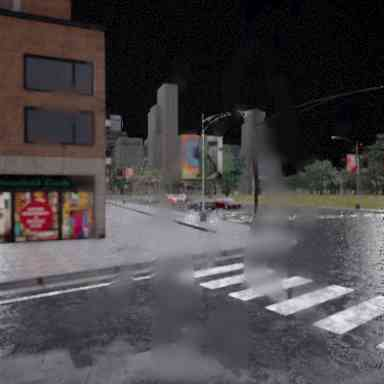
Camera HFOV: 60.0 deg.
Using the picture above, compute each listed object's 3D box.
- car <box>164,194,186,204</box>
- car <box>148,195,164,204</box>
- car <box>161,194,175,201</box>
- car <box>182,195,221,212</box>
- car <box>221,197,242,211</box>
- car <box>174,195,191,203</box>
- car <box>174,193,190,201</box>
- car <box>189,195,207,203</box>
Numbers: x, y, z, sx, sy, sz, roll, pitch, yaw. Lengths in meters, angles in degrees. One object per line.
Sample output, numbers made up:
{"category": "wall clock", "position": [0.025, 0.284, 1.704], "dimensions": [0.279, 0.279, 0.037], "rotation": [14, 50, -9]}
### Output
{"category": "car", "position": [-2.723, 1.133, 56.702], "dimensions": [2.097, 1.767, 4.553], "rotation": [0, 0, -20]}
{"category": "car", "position": [-6.177, 1.364, 56.668], "dimensions": [1.994, 1.385, 4.181], "rotation": [0, 0, -20]}
{"category": "car", "position": [-5.345, 1.127, 73.114], "dimensions": [1.837, 1.490, 4.892], "rotation": [0, 0, -21]}
{"category": "car", "position": [0.960, 1.398, 37.566], "dimensions": [2.033, 1.411, 5.357], "rotation": [0, 0, -21]}
{"category": "car", "position": [4.029, 1.309, 38.643], "dimensions": [1.882, 1.535, 5.008], "rotation": [0, 0, -21]}
{"category": "car", "position": [-1.842, 1.273, 63.788], "dimensions": [1.812, 1.442, 4.674], "rotation": [0, 0, -21]}
{"category": "car", "position": [-2.303, 1.085, 74.257], "dimensions": [1.882, 1.535, 5.008], "rotation": [0, 0, -21]}
{"category": "car", "position": [1.191, 1.328, 64.959], "dimensions": [1.895, 1.301, 4.718], "rotation": [0, 0, -21]}
